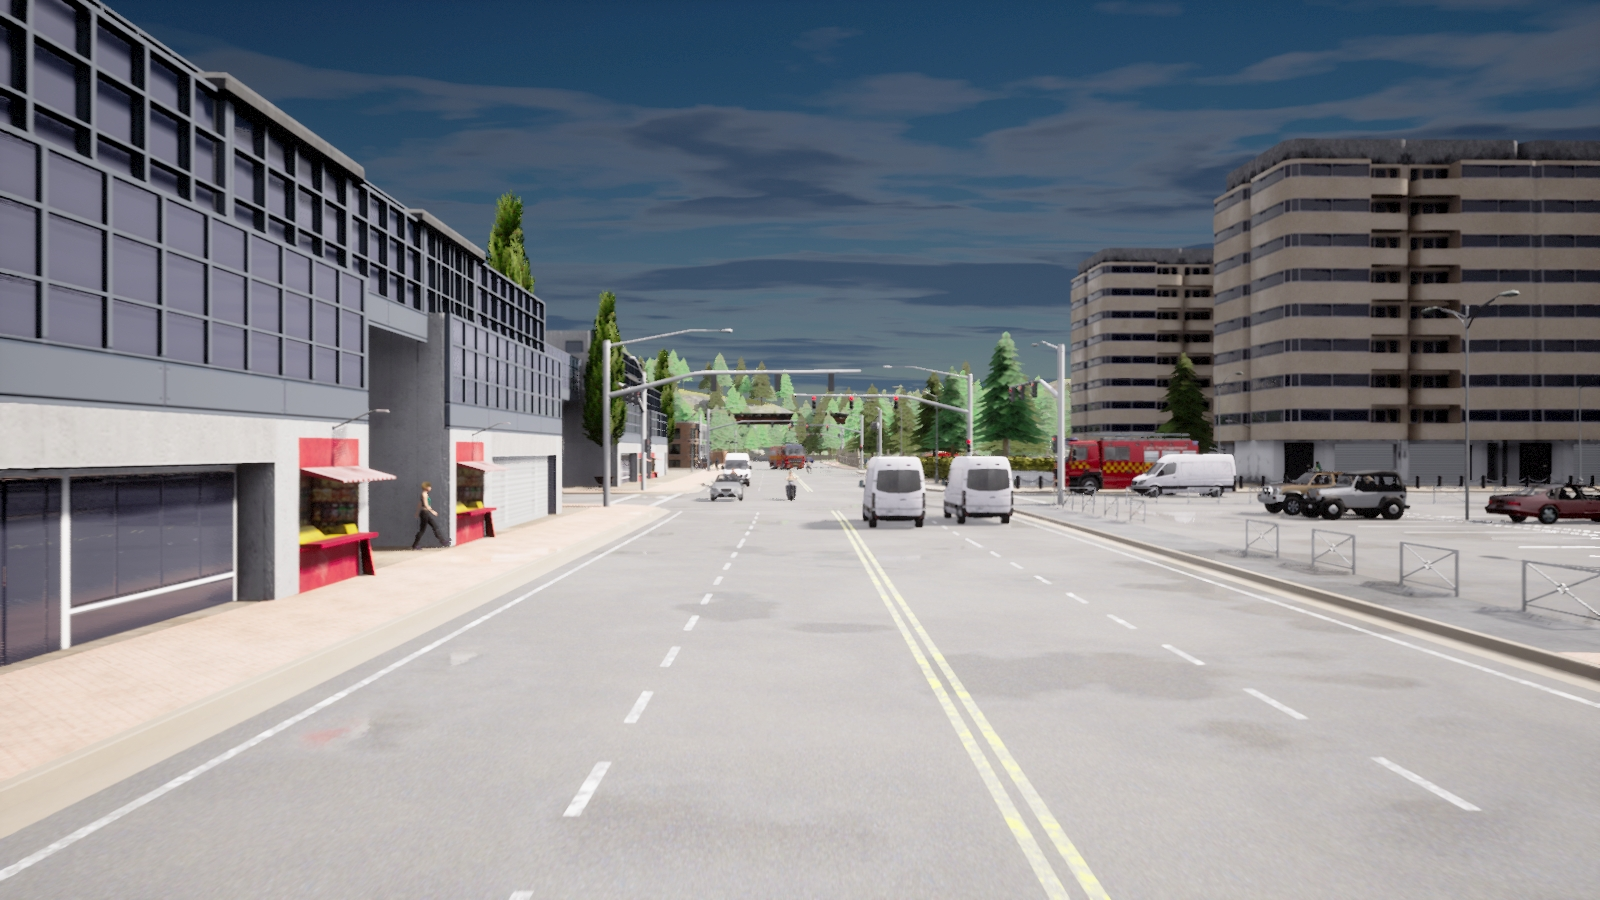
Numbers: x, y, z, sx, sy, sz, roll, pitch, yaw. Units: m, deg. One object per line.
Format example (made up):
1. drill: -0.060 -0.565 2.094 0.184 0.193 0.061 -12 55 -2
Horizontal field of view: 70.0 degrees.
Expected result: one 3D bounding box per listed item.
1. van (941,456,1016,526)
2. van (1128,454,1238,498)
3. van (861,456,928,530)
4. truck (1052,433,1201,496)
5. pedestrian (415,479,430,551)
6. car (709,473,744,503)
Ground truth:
1. van: 6.953 1.533 45.133 1.988 2.561 5.915 0 0 0
2. van: 22.687 1.532 67.821 5.915 2.561 1.988 0 0 -2
3. van: 3.470 1.533 43.090 1.988 2.561 5.915 0 0 0
4. truck: 20.261 0.888 71.250 8.468 3.827 2.891 0 0 -2
5. pedestrian: -9.922 1.697 30.039 0.375 1.860 0.375 0 0 -16
6. car: -3.993 2.063 62.856 1.816 1.474 4.193 0 0 -2
